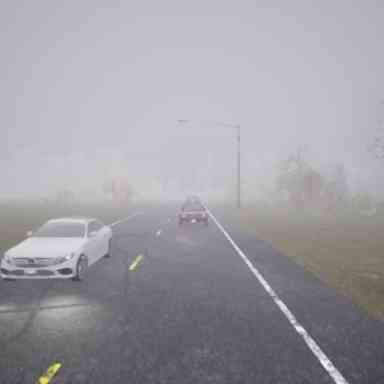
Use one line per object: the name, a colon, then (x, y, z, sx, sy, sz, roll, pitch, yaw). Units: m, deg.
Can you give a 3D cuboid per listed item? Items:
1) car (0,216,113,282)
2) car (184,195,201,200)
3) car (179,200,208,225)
car: (-3.586, 1.481, 9.727, 1.812, 1.442, 4.674, 0, 0, 0)
car: (0.100, 1.166, 41.422, 2.097, 1.767, 4.553, 0, 0, 0)
car: (0.100, 1.497, 22.991, 1.895, 1.301, 4.718, 0, 0, 0)
